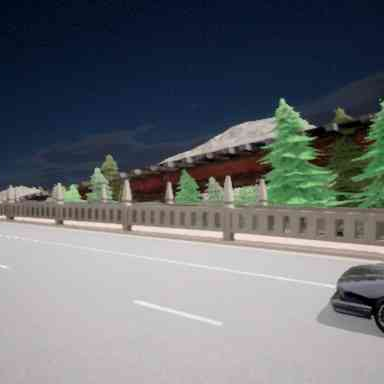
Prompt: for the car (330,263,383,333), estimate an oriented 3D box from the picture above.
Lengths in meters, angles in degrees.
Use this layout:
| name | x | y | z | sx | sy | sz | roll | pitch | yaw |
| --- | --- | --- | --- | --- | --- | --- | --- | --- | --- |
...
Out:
| name | x | y | z | sx | sy | sz | roll | pitch | yaw |
| --- | --- | --- | --- | --- | --- | --- | --- | --- | --- |
| car | 4.962 | 1.546 | 4.752 | 5.357 | 1.411 | 2.033 | 0 | 0 | 35 |
